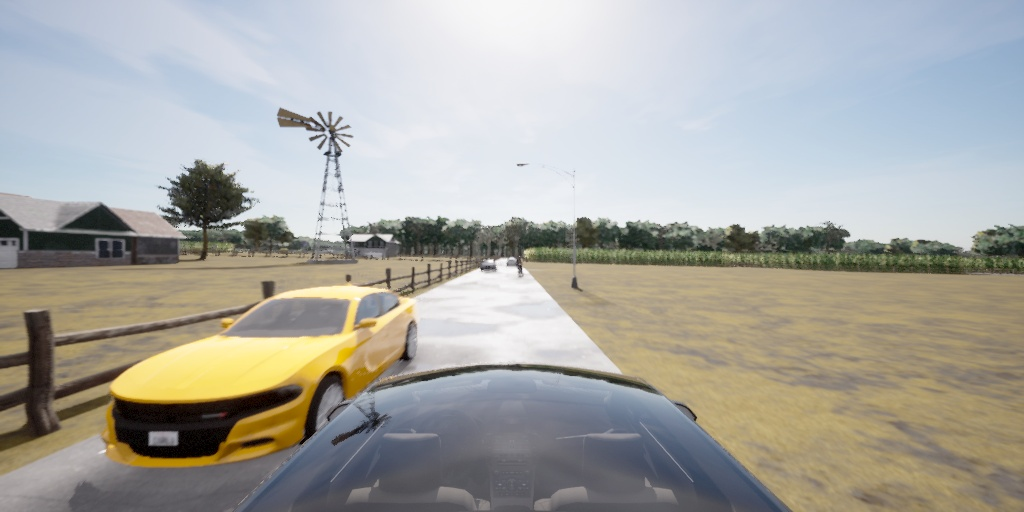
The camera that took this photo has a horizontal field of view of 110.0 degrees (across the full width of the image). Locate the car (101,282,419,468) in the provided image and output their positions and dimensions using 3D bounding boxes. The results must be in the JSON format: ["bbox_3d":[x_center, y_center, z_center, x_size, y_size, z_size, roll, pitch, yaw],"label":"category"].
[{"bbox_3d":[-2.843,1.225,5.430,1.882,1.535,5.008,0,0,0],"label":"car"}]

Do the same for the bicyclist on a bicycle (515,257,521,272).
[{"bbox_3d":[0.746,0.966,41.770,0.659,1.776,1.843,0,1,0],"label":"bicyclist on a bicycle"}]

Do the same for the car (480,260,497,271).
[{"bbox_3d":[-2.843,1.150,44.067,1.994,1.385,4.181,0,0,0],"label":"car"}]

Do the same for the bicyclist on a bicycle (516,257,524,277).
[{"bbox_3d":[0.750,1.093,32.775,0.582,1.620,1.656,0,0,0],"label":"bicyclist on a bicycle"}]

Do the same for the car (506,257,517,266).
[{"bbox_3d":[-0.010,1.104,60.764,1.895,1.301,4.718,0,0,0],"label":"car"}]
